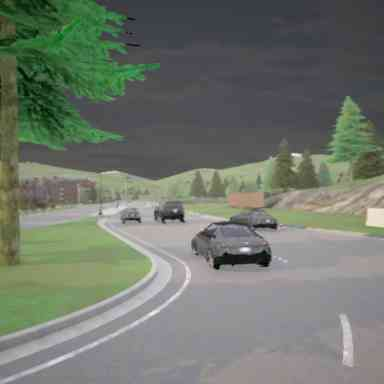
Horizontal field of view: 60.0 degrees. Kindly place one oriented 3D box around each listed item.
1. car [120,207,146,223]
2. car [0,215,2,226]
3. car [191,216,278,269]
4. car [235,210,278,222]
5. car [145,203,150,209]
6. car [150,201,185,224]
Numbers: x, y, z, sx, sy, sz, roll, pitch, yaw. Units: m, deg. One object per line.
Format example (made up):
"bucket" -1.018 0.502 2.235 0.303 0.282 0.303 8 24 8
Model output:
"car" -6.231 2.350 33.859 2.033 1.411 5.357 -1 -1 -14
"car" -18.990 2.503 30.130 1.812 1.442 4.674 -1 -1 3
"car" 1.278 1.791 12.202 1.994 1.385 4.181 -1 -1 -10
"car" 4.383 1.966 24.096 1.994 1.385 4.181 -1 -1 -21
"car" -9.929 3.264 77.521 1.812 1.442 4.674 -1 -1 -9
"car" -2.267 1.922 32.607 2.150 2.045 5.566 -1 -1 -16
